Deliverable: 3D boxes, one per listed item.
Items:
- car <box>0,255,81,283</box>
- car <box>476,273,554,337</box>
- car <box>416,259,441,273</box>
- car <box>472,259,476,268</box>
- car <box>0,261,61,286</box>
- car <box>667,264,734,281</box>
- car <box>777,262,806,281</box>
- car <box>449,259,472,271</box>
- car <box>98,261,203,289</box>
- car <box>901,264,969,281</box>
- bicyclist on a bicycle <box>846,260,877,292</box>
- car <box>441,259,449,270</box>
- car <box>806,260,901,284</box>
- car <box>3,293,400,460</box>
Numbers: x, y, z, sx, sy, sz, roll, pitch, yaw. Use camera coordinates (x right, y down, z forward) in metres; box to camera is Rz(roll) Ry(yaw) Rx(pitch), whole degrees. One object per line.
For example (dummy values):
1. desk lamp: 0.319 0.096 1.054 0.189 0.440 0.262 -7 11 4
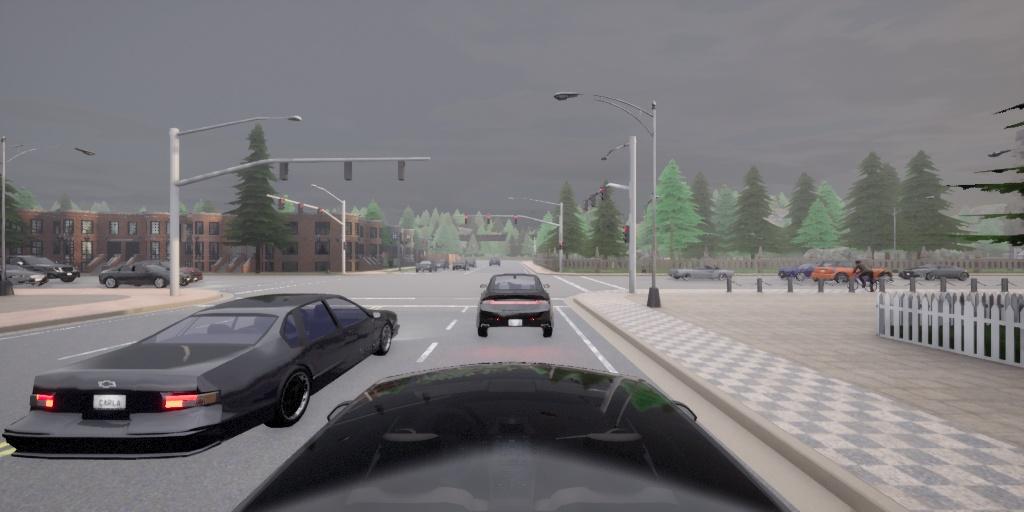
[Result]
1. car: -35.167 0.971 25.963 5.566 2.045 2.150 0 0 -6
2. car: 0.083 1.242 10.257 2.128 1.511 4.902 0 0 0
3. car: -10.577 1.276 44.577 1.812 1.442 4.674 0 0 0
4. car: -7.049 1.254 59.979 1.837 1.490 4.892 0 0 0
5. car: -32.550 1.242 22.636 4.902 1.511 2.128 0 0 -4
6. car: 15.567 1.351 29.728 4.718 1.301 1.895 0 0 0
7. car: 24.859 1.228 29.715 5.008 1.535 1.882 0 0 0
8. car: -7.086 1.255 49.996 1.837 1.490 4.892 0 0 0
9. car: -23.185 1.255 22.875 4.892 1.490 1.837 0 0 -3
10. car: 34.833 1.314 29.692 4.181 1.385 1.994 0 0 1
11. bicyclist on a bicycle: 18.252 1.052 18.742 0.582 1.620 1.656 0 0 0
12. car: -10.580 1.241 53.685 2.128 1.511 4.902 0 0 0
13. car: 24.660 1.102 26.022 4.553 1.767 2.097 0 0 0
14. car: -3.436 1.297 5.589 2.033 1.411 5.357 0 0 0
